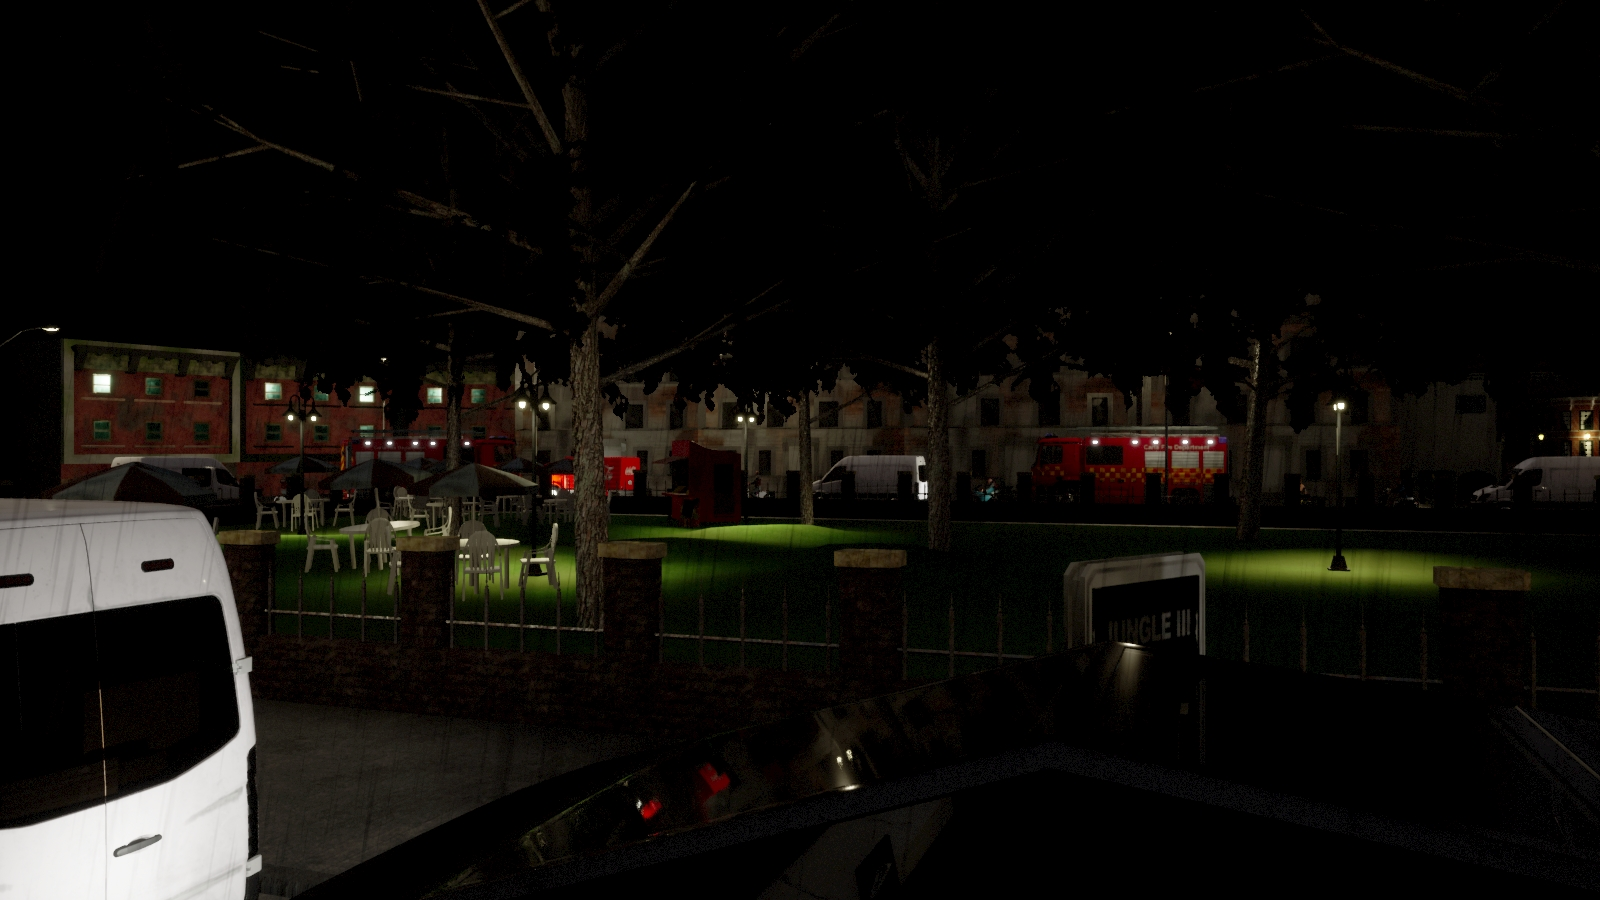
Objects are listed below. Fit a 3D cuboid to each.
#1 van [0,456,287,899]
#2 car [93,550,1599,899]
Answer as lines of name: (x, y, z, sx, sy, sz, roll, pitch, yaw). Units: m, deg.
van: (-5.749, 1.318, 5.932, 5.915, 2.561, 1.988, 0, 0, 20)
car: (1.308, 1.534, 3.365, 6.274, 2.098, 2.390, 0, 0, 20)
